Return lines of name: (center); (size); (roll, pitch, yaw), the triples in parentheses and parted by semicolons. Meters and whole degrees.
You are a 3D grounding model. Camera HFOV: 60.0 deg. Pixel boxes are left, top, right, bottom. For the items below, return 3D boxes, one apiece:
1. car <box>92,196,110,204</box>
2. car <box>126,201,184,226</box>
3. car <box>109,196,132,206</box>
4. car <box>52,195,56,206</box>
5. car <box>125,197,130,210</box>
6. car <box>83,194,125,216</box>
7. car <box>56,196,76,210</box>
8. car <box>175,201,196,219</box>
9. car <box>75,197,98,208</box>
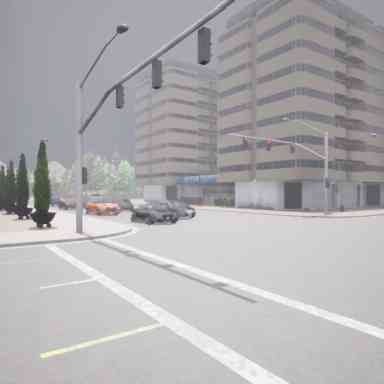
car: (-17.475, 1.504, 63.776); (1.837, 1.490, 4.892); (0, 0, -33)
car: (-2.740, 1.564, 23.807); (1.994, 1.385, 4.181); (0, 0, -35)
car: (-12.167, 1.491, 56.138); (2.128, 1.511, 4.902); (0, 0, -35)
car: (-22.449, 1.222, 52.258); (2.150, 2.045, 5.566); (0, 0, -35)
car: (-8.338, 1.505, 38.005); (1.837, 1.490, 4.892); (0, 0, -35)
car: (-8.660, 1.352, 32.335); (2.097, 1.767, 4.553); (0, 0, -35)
car: (-15.443, 1.525, 42.117); (1.812, 1.442, 4.674); (0, 0, -35)
car: (-1.579, 1.492, 28.346); (2.128, 1.511, 4.902); (0, 0, -36)
car: (-15.373, 1.505, 48.156); (1.837, 1.490, 4.892); (0, 0, -35)
